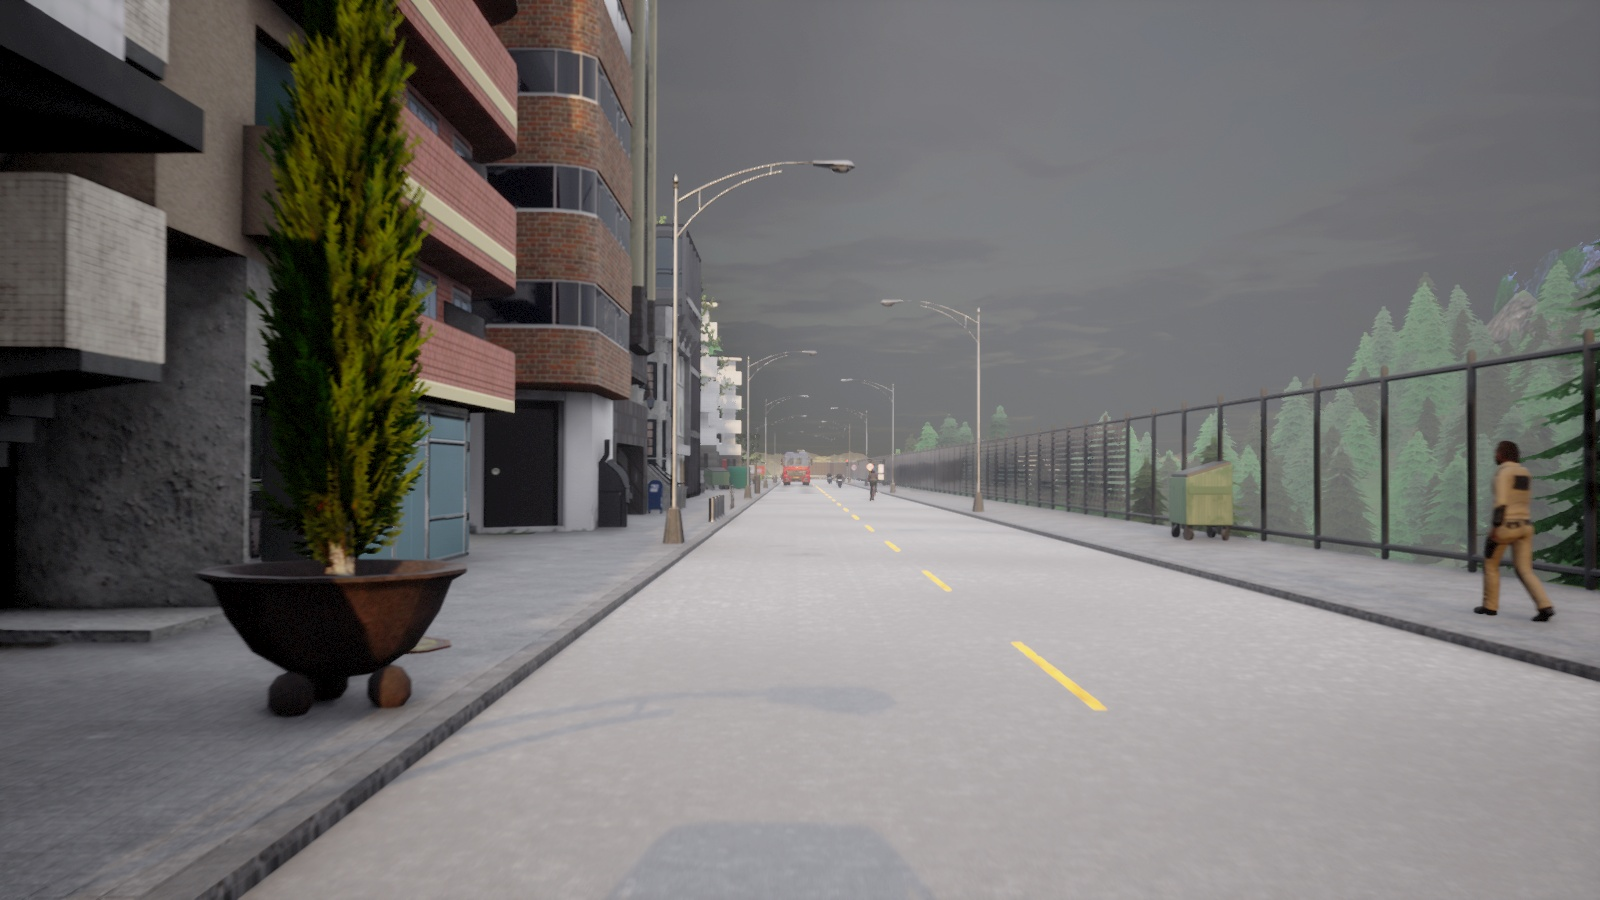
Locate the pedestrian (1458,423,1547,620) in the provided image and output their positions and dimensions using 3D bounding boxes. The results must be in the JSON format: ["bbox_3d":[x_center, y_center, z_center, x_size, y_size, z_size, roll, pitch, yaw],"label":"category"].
[{"bbox_3d":[7.095,0.709,12.705,0.396,1.930,0.692,0,-1,-15],"label":"pedestrian"}]
